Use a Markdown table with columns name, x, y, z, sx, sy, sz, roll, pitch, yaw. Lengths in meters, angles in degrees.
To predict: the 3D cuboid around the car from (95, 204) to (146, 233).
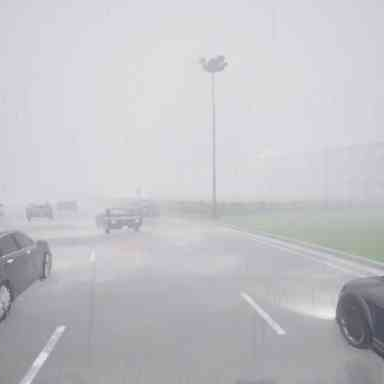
| name | x | y | z | sx | sy | sz | roll | pitch | yaw |
| --- | --- | --- | --- | --- | --- | --- | --- | --- | --- |
| car | -4.402 | 1.562 | 19.381 | 1.895 | 1.301 | 4.718 | 0 | 0 | -25 |

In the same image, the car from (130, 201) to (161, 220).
| name | x | y | z | sx | sy | sz | roll | pitch | yaw |
| --- | --- | --- | --- | --- | --- | --- | --- | --- | --- |
| car | -4.089 | 1.425 | 26.384 | 2.128 | 1.511 | 4.902 | -1 | 0 | -27 |

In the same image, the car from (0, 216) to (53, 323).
| name | x | y | z | sx | sy | sz | roll | pitch | yaw |
| --- | --- | --- | --- | --- | --- | --- | --- | --- | --- |
| car | -4.378 | 1.510 | 6.973 | 1.837 | 1.490 | 4.892 | 0 | 0 | -9 |

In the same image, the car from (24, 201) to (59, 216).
| name | x | y | z | sx | sy | sz | roll | pitch | yaw |
| --- | --- | --- | --- | --- | --- | --- | --- | --- | --- |
| car | -12.652 | 1.482 | 27.515 | 2.128 | 1.511 | 4.902 | 0 | 0 | -28 |

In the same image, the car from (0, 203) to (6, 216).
| name | x | y | z | sx | sy | sz | roll | pitch | yaw |
| --- | --- | --- | --- | --- | --- | --- | --- | --- | --- |
| car | -18.072 | 1.620 | 30.286 | 1.895 | 1.301 | 4.718 | -1 | 0 | -28 |

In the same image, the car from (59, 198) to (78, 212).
| name | x | y | z | sx | sy | sz | roll | pitch | yaw |
| --- | --- | --- | --- | --- | --- | --- | --- | --- | --- |
| car | -14.532 | 1.442 | 38.452 | 1.882 | 1.535 | 5.008 | -1 | 0 | -28 |

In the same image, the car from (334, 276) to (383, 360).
| name | x | y | z | sx | sy | sz | roll | pitch | yaw |
| --- | --- | --- | --- | --- | --- | --- | --- | --- | --- |
| car | 3.352 | 1.527 | 3.595 | 1.994 | 1.385 | 4.181 | 0 | 0 | -4 |
